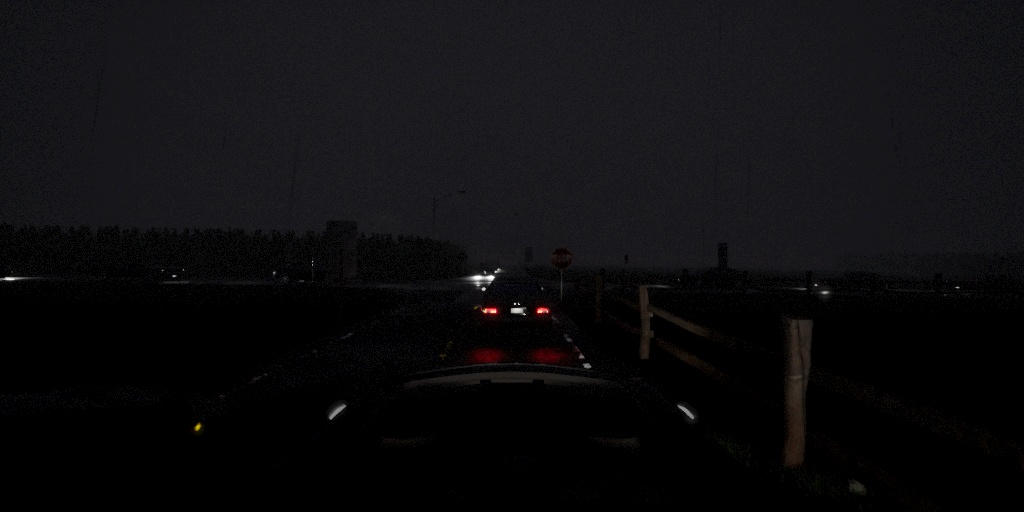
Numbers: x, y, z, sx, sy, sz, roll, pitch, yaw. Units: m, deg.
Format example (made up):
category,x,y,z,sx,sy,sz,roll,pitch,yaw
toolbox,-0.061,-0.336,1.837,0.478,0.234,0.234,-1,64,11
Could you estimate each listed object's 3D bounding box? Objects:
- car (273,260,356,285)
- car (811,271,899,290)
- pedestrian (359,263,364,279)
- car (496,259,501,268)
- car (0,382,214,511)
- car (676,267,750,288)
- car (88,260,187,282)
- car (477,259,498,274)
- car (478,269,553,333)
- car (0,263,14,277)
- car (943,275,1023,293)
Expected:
category,x,y,z,sx,sy,sz,roll,pitch,yaw
car,-12.551,1.032,22.906,4.902,1.511,2.128,1,-1,3
car,24.917,1.786,26.276,5.357,1.411,2.033,1,-1,-1
pedestrian,-12.223,1.170,29.119,0.375,1.300,0.375,0,-2,0
car,-2.937,1.305,50.359,2.033,1.411,5.357,0,0,0
car,-2.852,1.275,0.465,1.812,1.442,4.674,0,0,0
car,14.613,1.559,26.222,4.892,1.490,1.837,1,-1,0
car,-23.949,0.941,23.087,4.718,1.301,1.895,1,-1,0
car,-2.919,1.357,40.514,1.895,1.301,4.718,0,0,0
car,0.047,1.299,10.723,2.033,1.411,5.357,0,0,-1
car,-35.086,0.708,23.042,4.181,1.385,1.994,1,-1,0
car,34.886,2.019,26.311,4.718,1.301,1.895,1,-1,0
